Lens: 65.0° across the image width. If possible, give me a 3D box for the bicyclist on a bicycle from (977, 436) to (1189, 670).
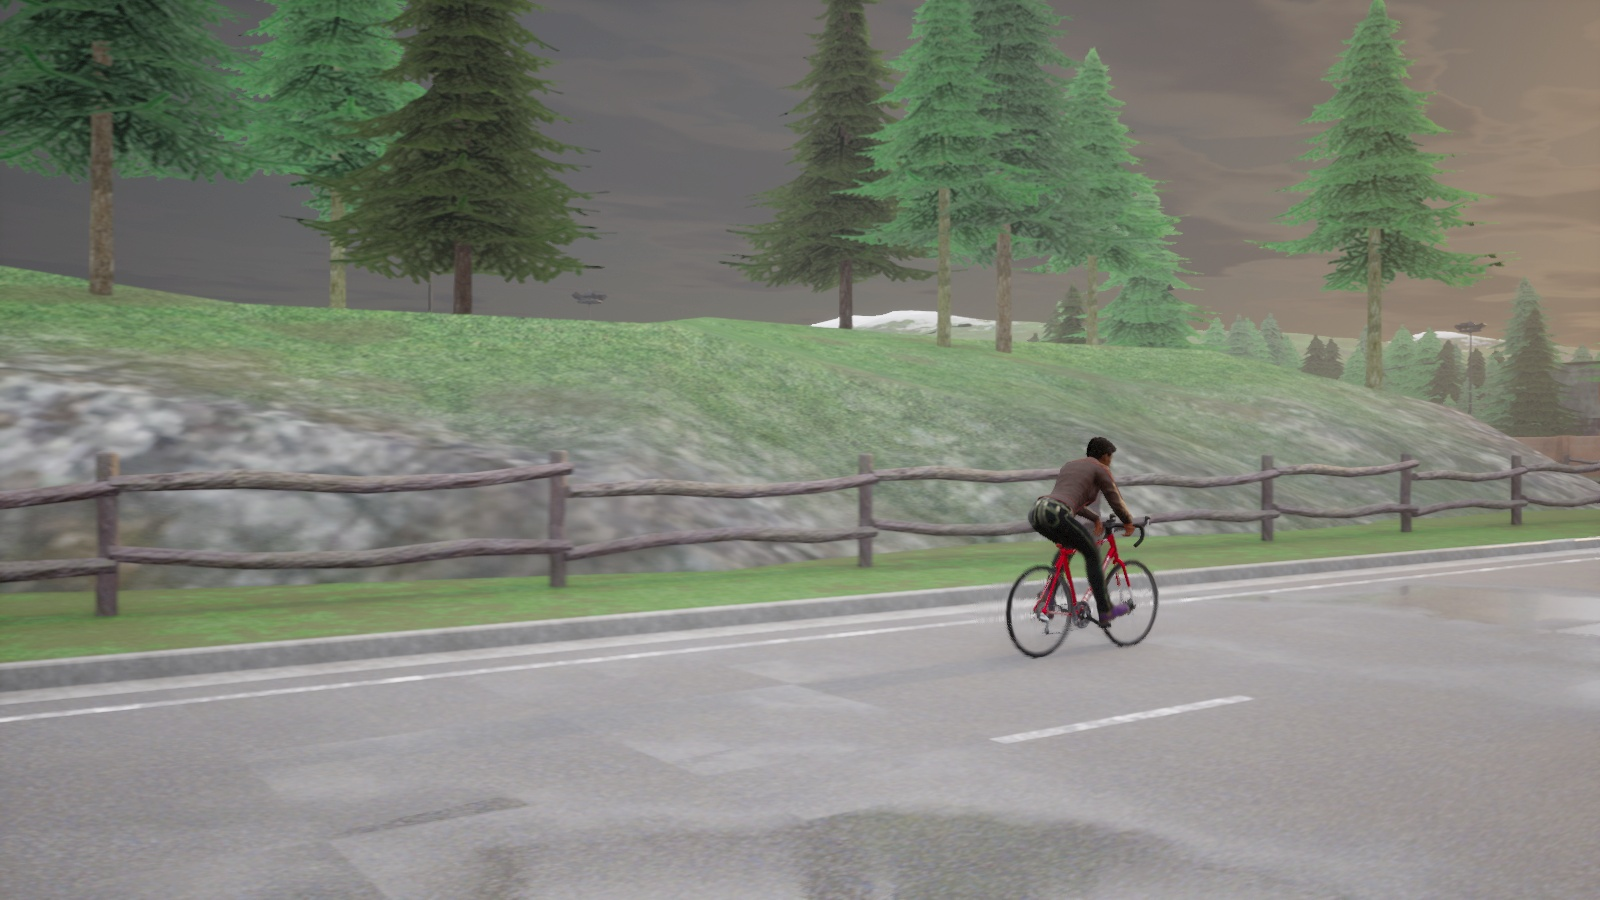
[{"bbox_3d":[2.143,0.716,9.415,1.656,1.620,0.582,0,0,-35],"label":"bicyclist on a bicycle"}]
